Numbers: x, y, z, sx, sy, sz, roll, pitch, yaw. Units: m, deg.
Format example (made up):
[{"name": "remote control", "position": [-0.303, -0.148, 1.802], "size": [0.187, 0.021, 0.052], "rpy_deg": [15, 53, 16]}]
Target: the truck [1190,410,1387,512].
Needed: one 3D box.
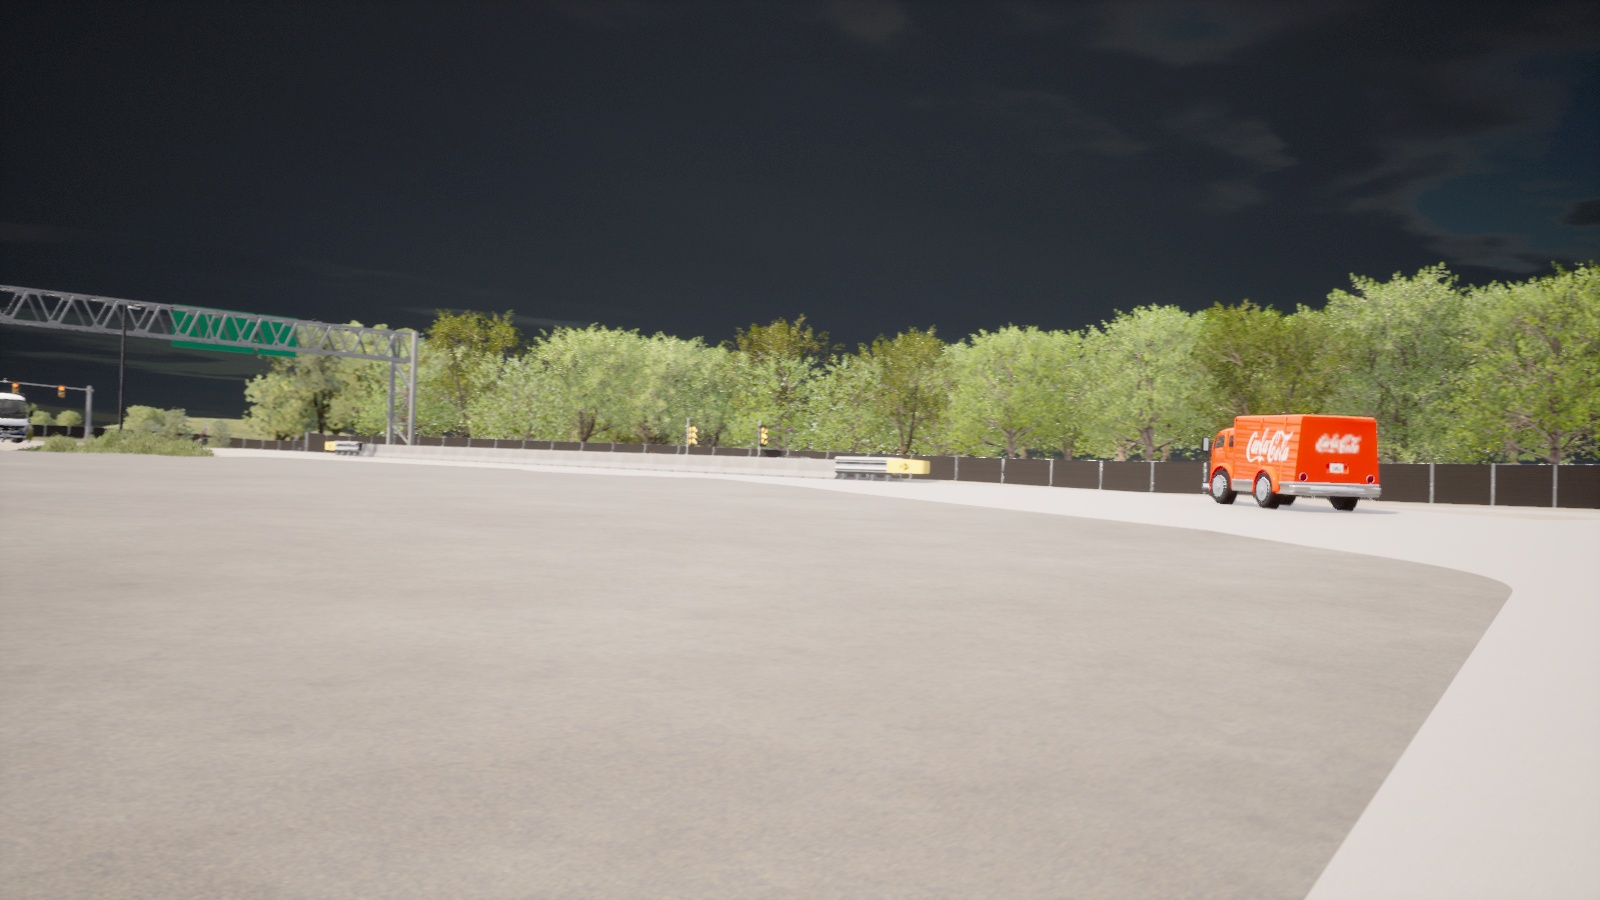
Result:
[{"name": "truck", "position": [13.031, 0.277, 33.960], "size": [2.627, 2.467, 5.204], "rpy_deg": [2, 0, -9]}]
